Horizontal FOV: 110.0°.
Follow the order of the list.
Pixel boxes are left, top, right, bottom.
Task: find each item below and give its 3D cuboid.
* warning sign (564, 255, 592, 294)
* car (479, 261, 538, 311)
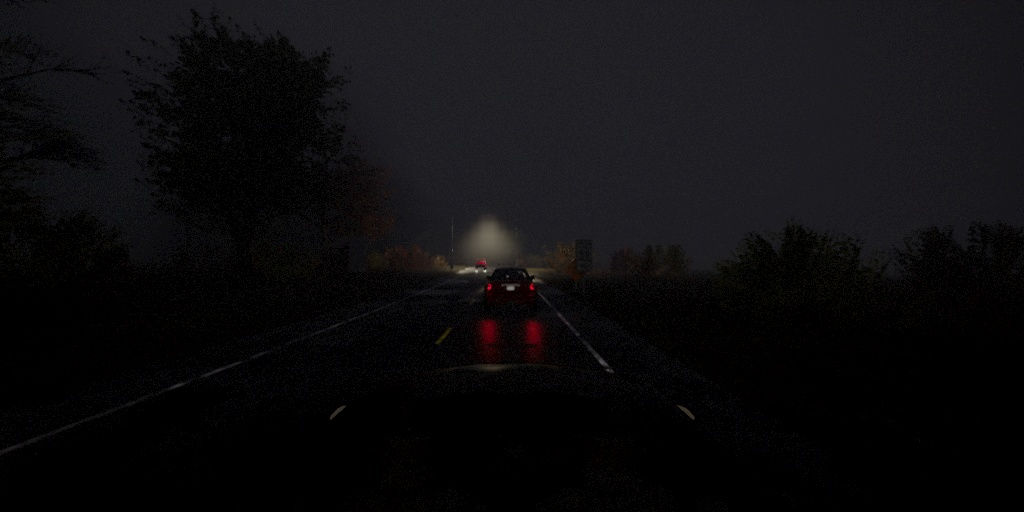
[{"bbox_3d":[3.412,1.035,19.121,1.300,1.860,1.060,0,0,-1],"label":"warning sign"},{"bbox_3d":[-0.064,1.236,15.321,2.097,1.767,4.553,0,-1,0],"label":"car"}]
